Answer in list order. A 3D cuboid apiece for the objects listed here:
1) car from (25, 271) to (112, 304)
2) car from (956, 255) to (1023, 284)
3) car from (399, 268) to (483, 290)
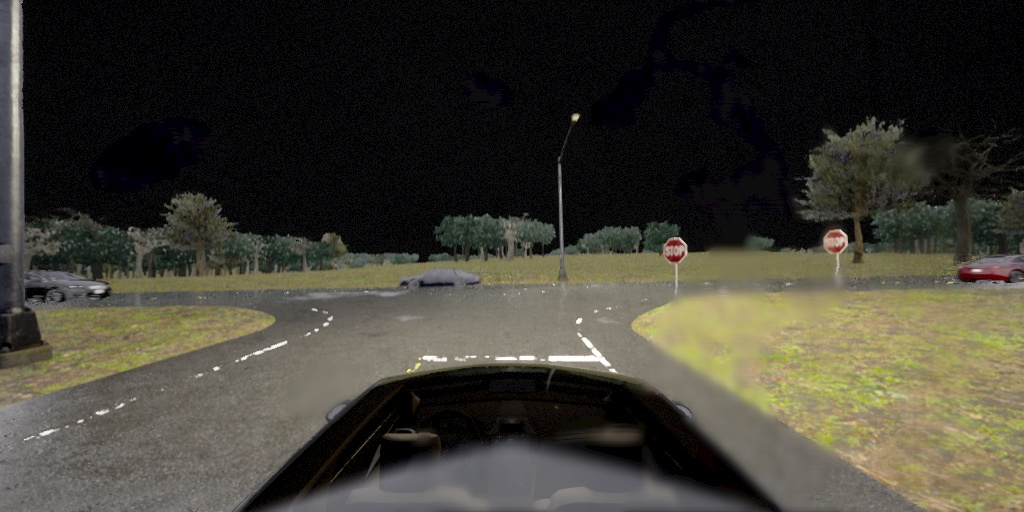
[{"bbox_3d":[-21.877,1.458,16.866,4.902,1.511,2.128,-1,-2,0],"label":"car"},{"bbox_3d":[24.525,0.639,17.434,4.181,1.385,1.994,-1,-2,-1],"label":"car"},{"bbox_3d":[-4.656,1.483,23.917,5.357,1.411,2.033,-1,-1,0],"label":"car"}]
